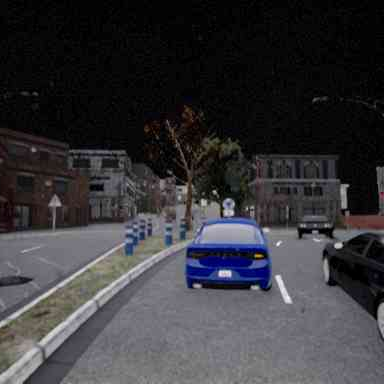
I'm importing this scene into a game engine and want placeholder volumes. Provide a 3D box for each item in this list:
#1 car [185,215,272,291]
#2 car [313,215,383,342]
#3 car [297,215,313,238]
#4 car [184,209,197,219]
[{"bbox_3d":[1.080,1.438,9.002,1.882,1.535,5.008,-1,0,10],"label":"car"},{"bbox_3d":[3.859,1.420,6.054,1.882,1.535,5.008,-1,1,7],"label":"car"},{"bbox_3d":[7.384,2.077,20.012,1.895,1.301,4.718,-2,-6,19],"label":"car"},{"bbox_3d":[-0.653,5.535,81.463,2.150,2.045,5.566,0,0,3],"label":"car"}]
